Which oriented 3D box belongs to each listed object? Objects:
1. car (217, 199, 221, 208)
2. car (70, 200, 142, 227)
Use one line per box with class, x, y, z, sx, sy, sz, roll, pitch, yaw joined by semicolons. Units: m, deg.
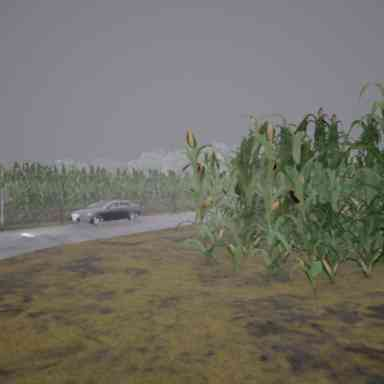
car;3.955;0.999;34.148;1.882;1.535;5.008;0;1;36
car;-5.345;1.254;21.135;2.128;1.511;4.902;0;1;36
